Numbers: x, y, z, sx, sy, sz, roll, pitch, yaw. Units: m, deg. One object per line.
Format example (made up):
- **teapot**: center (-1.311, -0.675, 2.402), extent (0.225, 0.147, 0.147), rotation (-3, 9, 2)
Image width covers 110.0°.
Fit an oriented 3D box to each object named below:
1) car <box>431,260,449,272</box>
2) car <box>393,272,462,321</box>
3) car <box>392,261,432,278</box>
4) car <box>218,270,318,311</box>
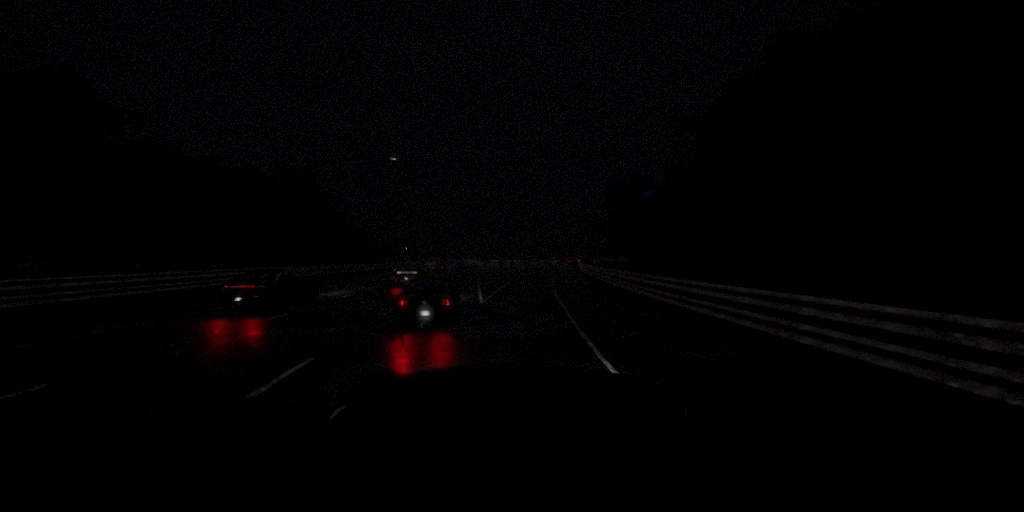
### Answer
- **car**: center (-10.531, 1.680, 51.666), extent (2.033, 1.411, 5.357), rotation (0, -1, -8)
- **car**: center (-2.783, 1.414, 12.789), extent (1.895, 1.301, 4.718), rotation (0, 0, -6)
- **car**: center (-7.736, 1.410, 27.748), extent (2.128, 1.511, 4.902), rotation (0, 0, -6)
- **car**: center (-9.957, 1.334, 15.125), extent (2.128, 1.511, 4.902), rotation (0, 0, -6)
